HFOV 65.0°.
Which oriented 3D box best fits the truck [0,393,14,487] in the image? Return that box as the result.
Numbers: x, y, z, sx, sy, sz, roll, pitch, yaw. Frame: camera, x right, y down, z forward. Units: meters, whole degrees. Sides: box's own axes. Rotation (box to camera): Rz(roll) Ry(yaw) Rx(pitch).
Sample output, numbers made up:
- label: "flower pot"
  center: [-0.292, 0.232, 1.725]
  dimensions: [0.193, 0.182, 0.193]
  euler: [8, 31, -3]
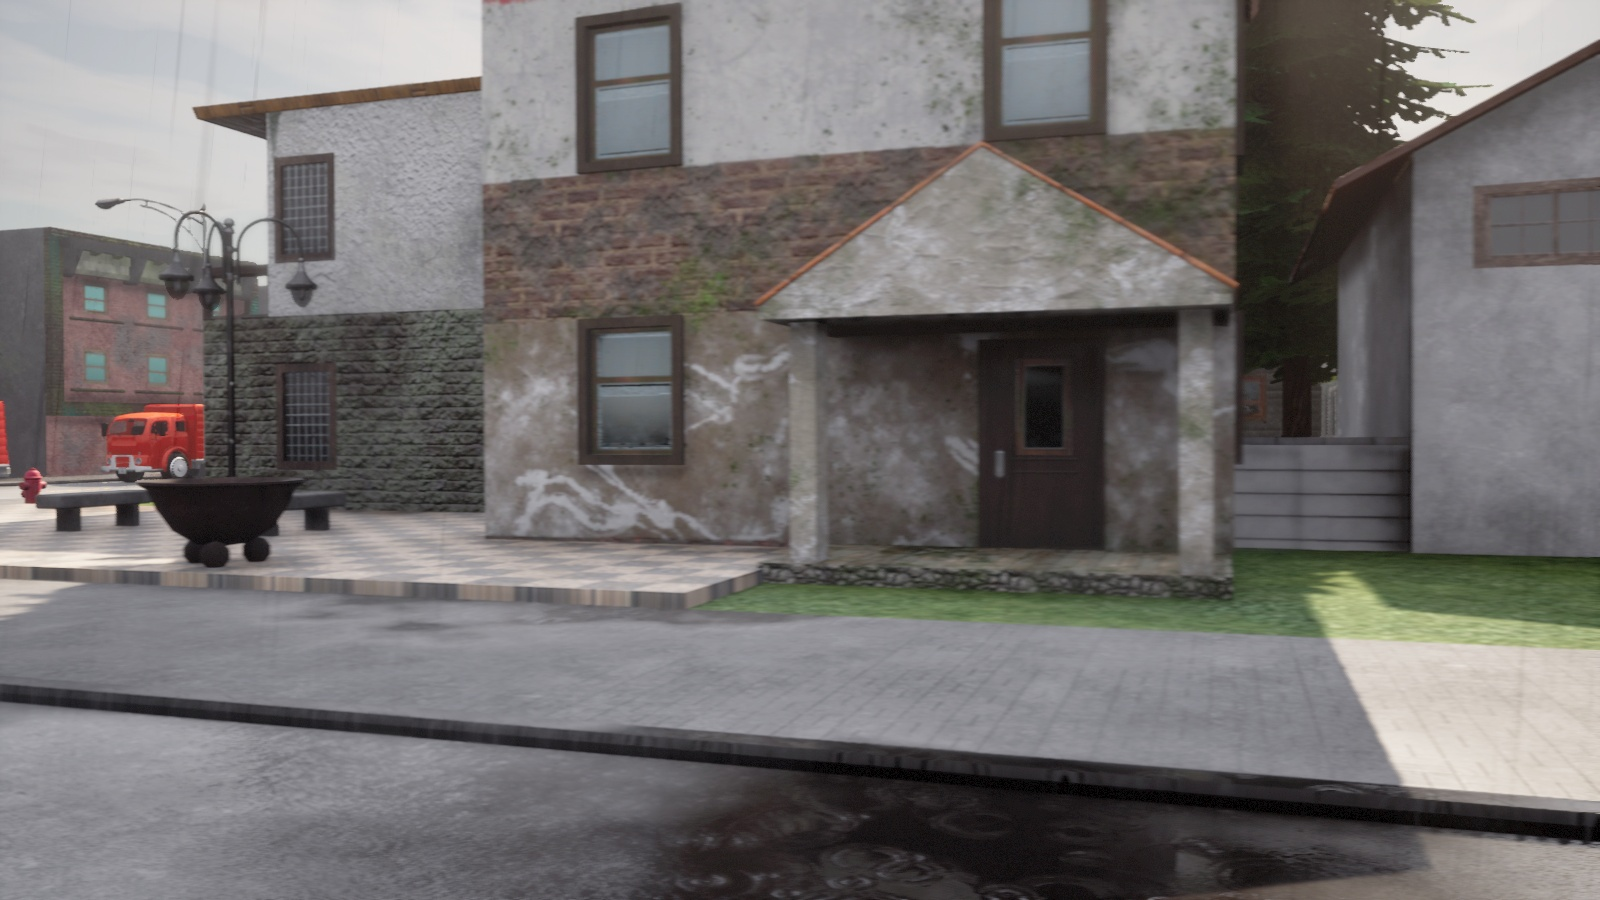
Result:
- label: "truck"
  center: [-22.979, -0.240, 31.372]
  dimensions: [2.627, 2.467, 5.204]
  euler: [0, 1, 18]

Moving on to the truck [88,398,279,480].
- label: "truck"
  center: [-19.830, -0.377, 40.704]
  dimensions: [2.627, 2.467, 5.204]
  euler: [1, 1, 19]
